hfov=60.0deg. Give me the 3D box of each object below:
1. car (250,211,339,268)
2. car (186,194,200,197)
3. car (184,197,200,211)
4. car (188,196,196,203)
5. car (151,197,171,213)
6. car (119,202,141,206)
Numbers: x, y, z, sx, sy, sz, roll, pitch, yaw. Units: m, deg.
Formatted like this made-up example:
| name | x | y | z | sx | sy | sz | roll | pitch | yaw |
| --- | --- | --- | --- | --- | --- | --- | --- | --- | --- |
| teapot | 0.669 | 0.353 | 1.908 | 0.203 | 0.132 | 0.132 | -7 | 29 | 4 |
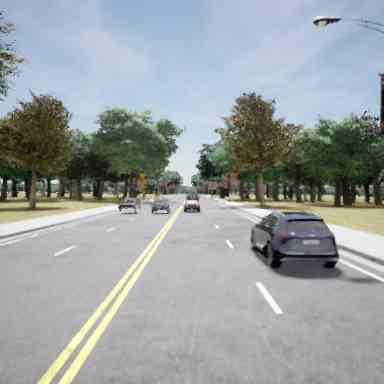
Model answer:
| name | x | y | z | sx | sy | sz | roll | pitch | yaw |
| --- | --- | --- | --- | --- | --- | --- | --- | --- | --- |
| car | 3.252 | 1.437 | 11.328 | 2.033 | 1.649 | 4.856 | 0 | 0 | 0 |
| car | 0.109 | 1.271 | 56.163 | 2.150 | 2.045 | 5.566 | 0 | 0 | 0 |
| car | 0.005 | 1.634 | 40.167 | 1.895 | 1.301 | 4.718 | 0 | 0 | 0 |
| car | 0.011 | 1.553 | 73.593 | 1.837 | 1.490 | 4.892 | 0 | 0 | 0 |
| car | -3.245 | 1.335 | 35.327 | 1.837 | 1.490 | 4.892 | 0 | 0 | 0 |
| car | -6.495 | 1.223 | 35.327 | 2.033 | 1.411 | 5.357 | 0 | 0 | 0 |
